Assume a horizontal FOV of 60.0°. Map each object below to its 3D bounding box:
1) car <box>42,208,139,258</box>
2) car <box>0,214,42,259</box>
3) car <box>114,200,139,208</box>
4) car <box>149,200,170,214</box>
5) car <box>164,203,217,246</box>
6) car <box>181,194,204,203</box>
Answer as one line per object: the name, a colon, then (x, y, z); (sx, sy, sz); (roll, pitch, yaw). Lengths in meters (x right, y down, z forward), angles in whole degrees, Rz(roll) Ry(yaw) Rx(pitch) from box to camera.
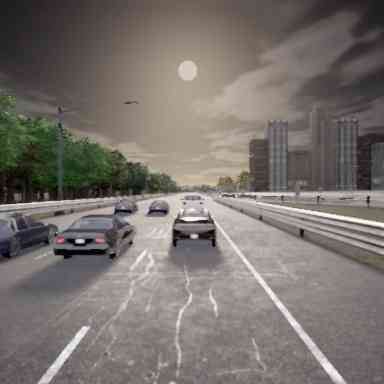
car: (-3.408, 1.544, 12.633); (2.033, 1.411, 5.357); (0, 0, 0)
car: (-6.907, 1.544, 12.595); (2.033, 1.411, 5.357); (0, 0, 0)
car: (-6.922, 1.555, 35.398); (1.994, 1.385, 4.181); (0, 0, 0)
car: (-3.421, 1.555, 35.305); (1.994, 1.385, 4.181); (0, 0, 0)
car: (0.091, 1.487, 15.214); (2.128, 1.511, 4.902); (0, 0, 0)
car: (0.080, 1.213, 33.808); (2.150, 2.045, 5.566); (0, 0, 0)
